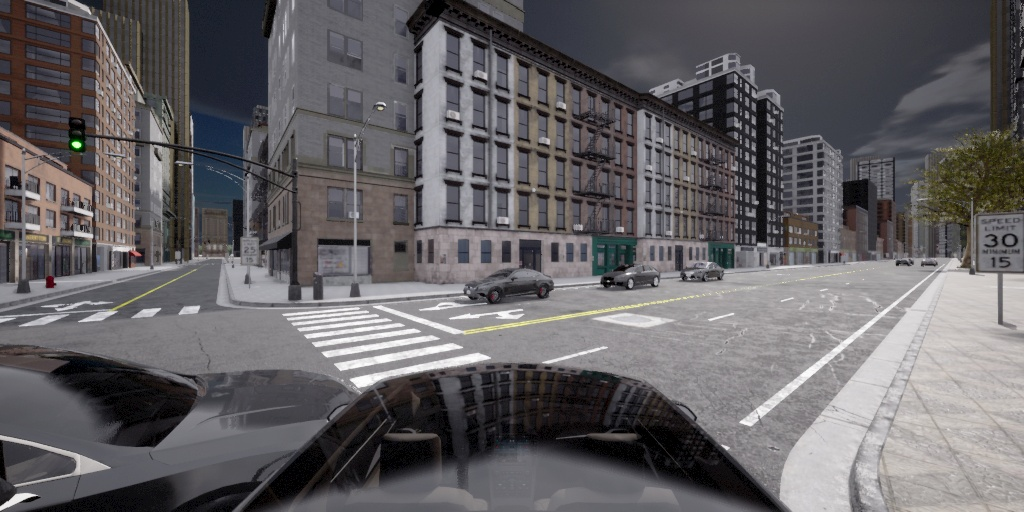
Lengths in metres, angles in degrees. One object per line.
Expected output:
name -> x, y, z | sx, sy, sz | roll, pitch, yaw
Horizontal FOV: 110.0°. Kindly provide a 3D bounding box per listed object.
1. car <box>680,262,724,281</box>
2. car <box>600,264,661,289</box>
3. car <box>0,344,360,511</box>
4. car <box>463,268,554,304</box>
car -> 15.662, 1.236, 29.443 | 4.902, 1.511, 2.128 | 0, 0, -39
car -> 7.652, 1.258, 22.972 | 4.892, 1.490, 1.837 | 0, 0, -39
car -> -3.222, 1.257, 1.776 | 4.892, 1.490, 1.837 | 0, 0, -35
car -> -0.039, 1.287, 16.748 | 4.674, 1.442, 1.812 | 0, 0, -39
